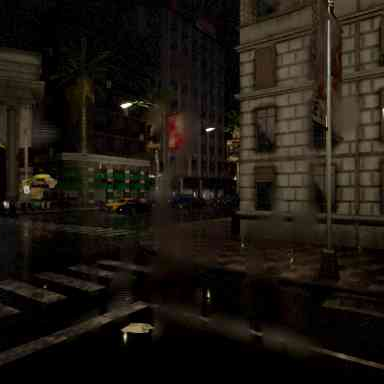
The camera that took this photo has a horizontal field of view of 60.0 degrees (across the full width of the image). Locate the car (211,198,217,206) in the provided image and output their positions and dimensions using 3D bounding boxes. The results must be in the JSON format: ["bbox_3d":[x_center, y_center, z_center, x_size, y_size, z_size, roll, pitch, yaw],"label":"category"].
[{"bbox_3d":[4.932,1.352,53.619,4.553,1.767,2.097,0,0,-43],"label":"car"}]

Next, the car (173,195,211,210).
[{"bbox_3d":[0.032,1.526,42.449,1.812,1.442,4.674,0,0,37],"label":"car"}]

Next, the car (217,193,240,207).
[{"bbox_3d":[6.817,1.221,50.693,5.566,2.045,2.150,0,0,-45],"label":"car"}]

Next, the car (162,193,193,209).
[{"bbox_3d":[-1.753,1.221,45.928,2.150,2.045,5.566,0,0,37],"label":"car"}]

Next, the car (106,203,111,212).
[{"bbox_3d":[-7.556,1.478,38.051,1.882,1.535,5.008,0,0,37],"label":"car"}]

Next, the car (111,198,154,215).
[{"bbox_3d":[-5.876,1.564,34.422,1.994,1.385,4.181,0,0,36],"label":"car"}]
